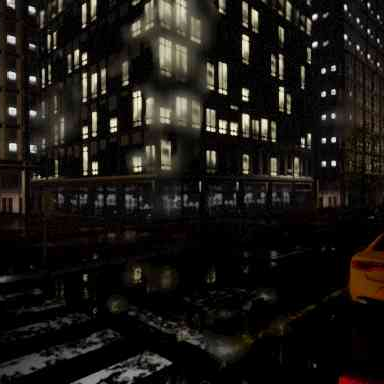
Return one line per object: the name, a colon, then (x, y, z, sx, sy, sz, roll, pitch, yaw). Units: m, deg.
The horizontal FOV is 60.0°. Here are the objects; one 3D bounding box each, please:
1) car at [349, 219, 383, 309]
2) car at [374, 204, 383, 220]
car: (5.055, 1.470, 7.070, 1.882, 1.535, 5.008, 0, 0, 45)
car: (15.563, 1.403, 25.652, 1.967, 1.590, 4.097, -1, 0, 45)
